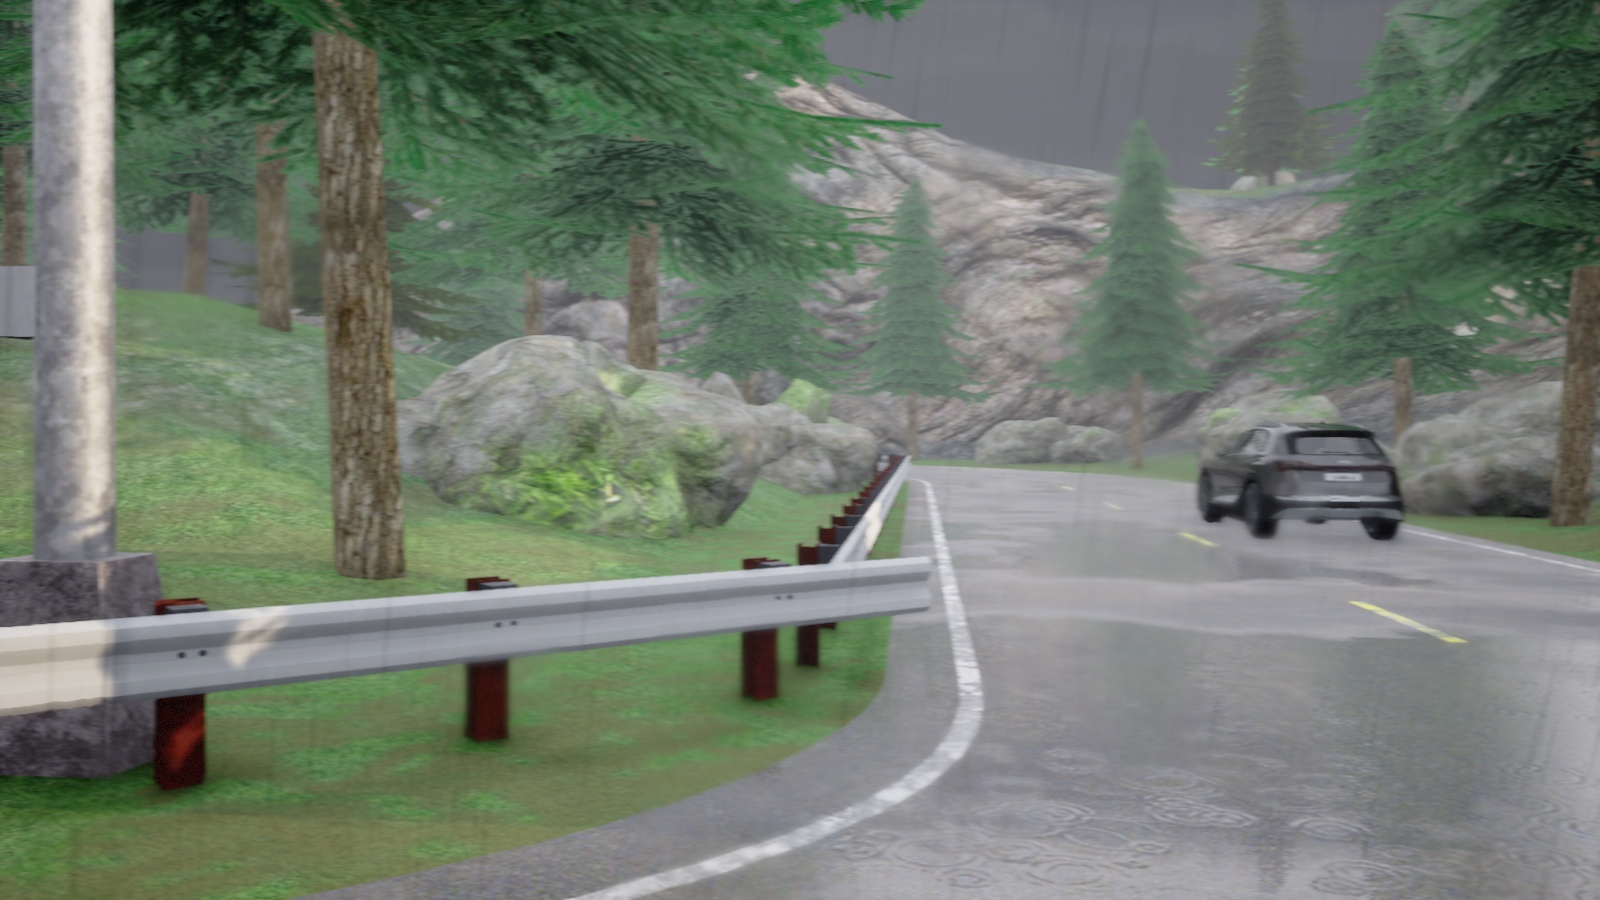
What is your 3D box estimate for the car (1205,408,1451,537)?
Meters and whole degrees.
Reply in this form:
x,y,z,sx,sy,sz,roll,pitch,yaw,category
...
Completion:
x,y,z,sx,sy,sz,roll,pitch,yaw,category
7.599,0.251,18.645,2.033,1.649,4.856,-1,1,6,car
